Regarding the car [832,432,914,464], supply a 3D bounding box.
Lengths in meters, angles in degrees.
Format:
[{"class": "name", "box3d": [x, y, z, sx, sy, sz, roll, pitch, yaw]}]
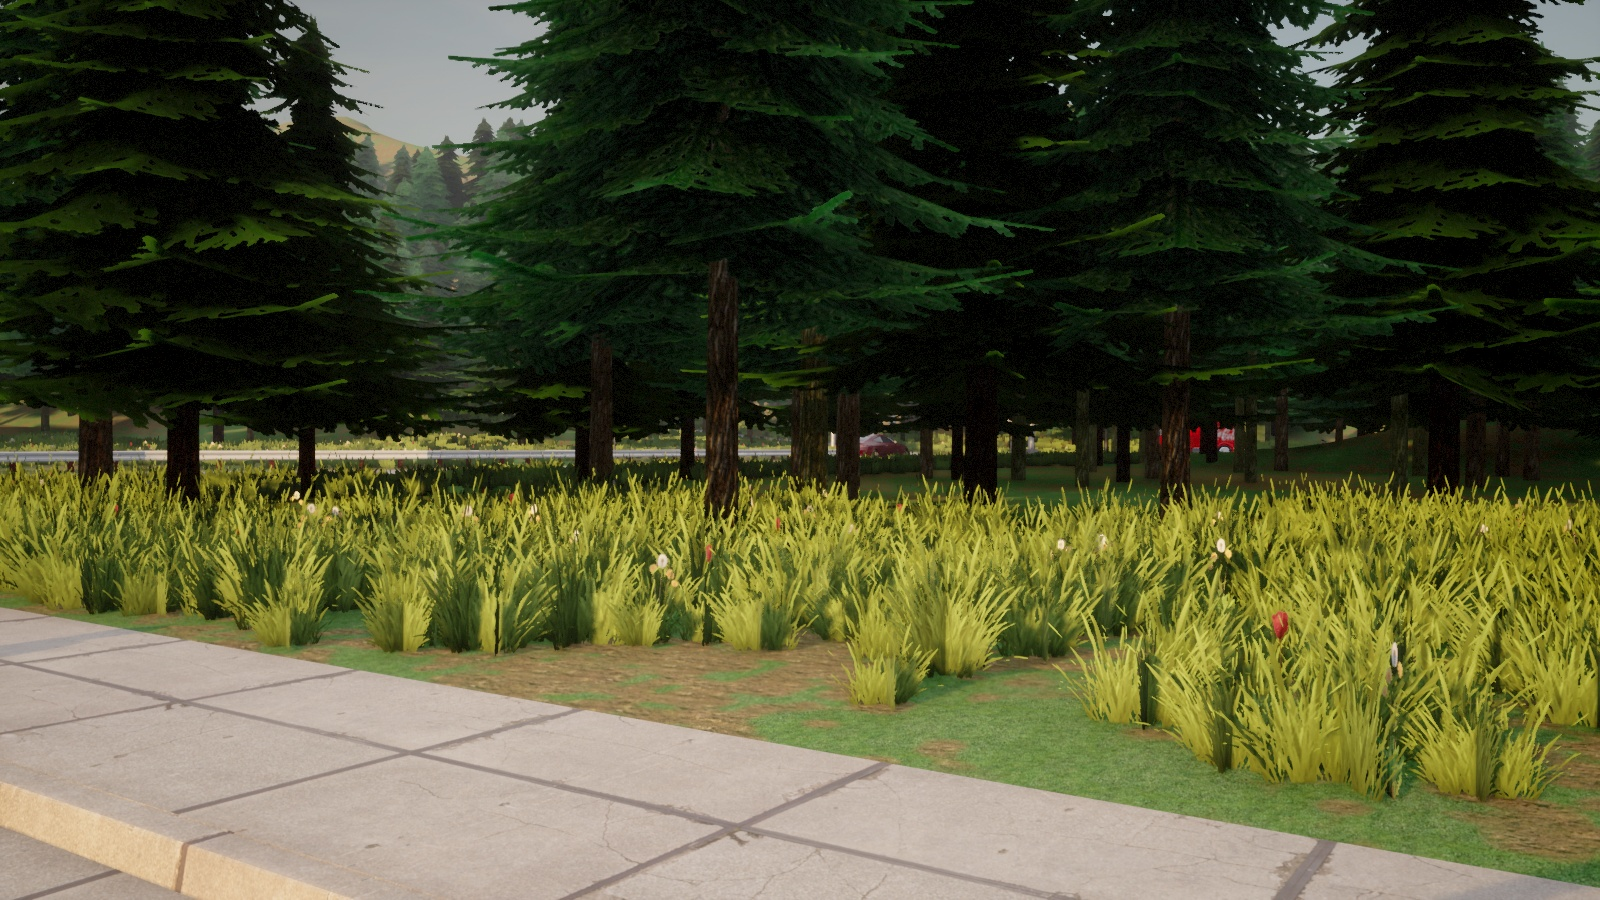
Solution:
[{"class": "car", "box3d": [3.571, -0.130, 60.669, 1.812, 1.442, 4.674, 0, 1, 35]}]

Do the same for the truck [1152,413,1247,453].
[{"class": "truck", "box3d": [25.597, -1.114, 80.606, 5.204, 2.467, 2.627, -1, 1, -3]}]
